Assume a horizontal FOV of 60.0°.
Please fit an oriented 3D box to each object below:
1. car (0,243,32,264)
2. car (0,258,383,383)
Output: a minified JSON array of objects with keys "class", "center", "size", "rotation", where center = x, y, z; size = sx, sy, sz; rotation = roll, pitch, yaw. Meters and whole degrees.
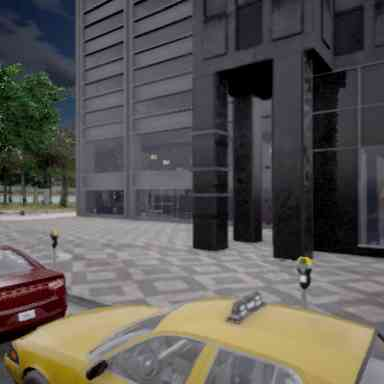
[{"class":"car","center":[-4.075,1.561,5.852],"size":[4.507,1.381,1.887],"rotation":[0,0,35]},{"class":"car","center":[0.222,1.527,2.804],"size":[4.829,1.417,1.752],"rotation":[0,0,35]}]
